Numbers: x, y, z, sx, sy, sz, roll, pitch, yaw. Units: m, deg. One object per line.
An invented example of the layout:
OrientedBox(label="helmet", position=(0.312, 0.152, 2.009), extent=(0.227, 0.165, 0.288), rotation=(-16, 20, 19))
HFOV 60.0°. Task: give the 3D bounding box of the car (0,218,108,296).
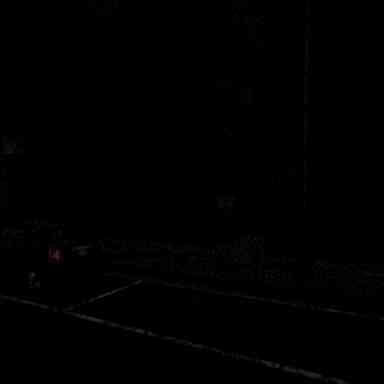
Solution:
OrientedBox(label="car", position=(-4.239, 1.434, 8.679), extent=(4.097, 1.590, 1.967), rotation=(0, 1, 29))
